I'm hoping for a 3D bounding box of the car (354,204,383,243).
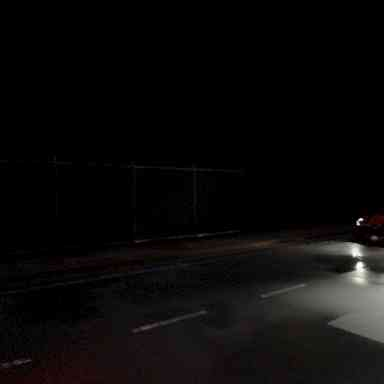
[{"bbox_3d":[9.236,1.280,14.808,4.553,1.767,2.097,0,0,-35],"label":"car"}]
